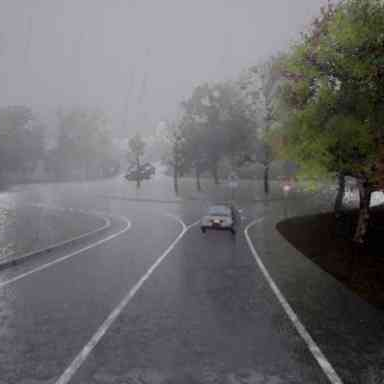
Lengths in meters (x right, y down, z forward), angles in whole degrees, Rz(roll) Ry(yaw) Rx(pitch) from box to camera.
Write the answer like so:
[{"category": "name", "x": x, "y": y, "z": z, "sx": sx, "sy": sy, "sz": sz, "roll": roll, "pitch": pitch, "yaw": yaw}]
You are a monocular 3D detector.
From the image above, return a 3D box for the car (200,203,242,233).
[{"category": "car", "x": 1.721, "y": 1.357, "z": 18.785, "sx": 2.033, "sy": 1.411, "sz": 5.357, "roll": 1, "pitch": 3, "yaw": 12}]
